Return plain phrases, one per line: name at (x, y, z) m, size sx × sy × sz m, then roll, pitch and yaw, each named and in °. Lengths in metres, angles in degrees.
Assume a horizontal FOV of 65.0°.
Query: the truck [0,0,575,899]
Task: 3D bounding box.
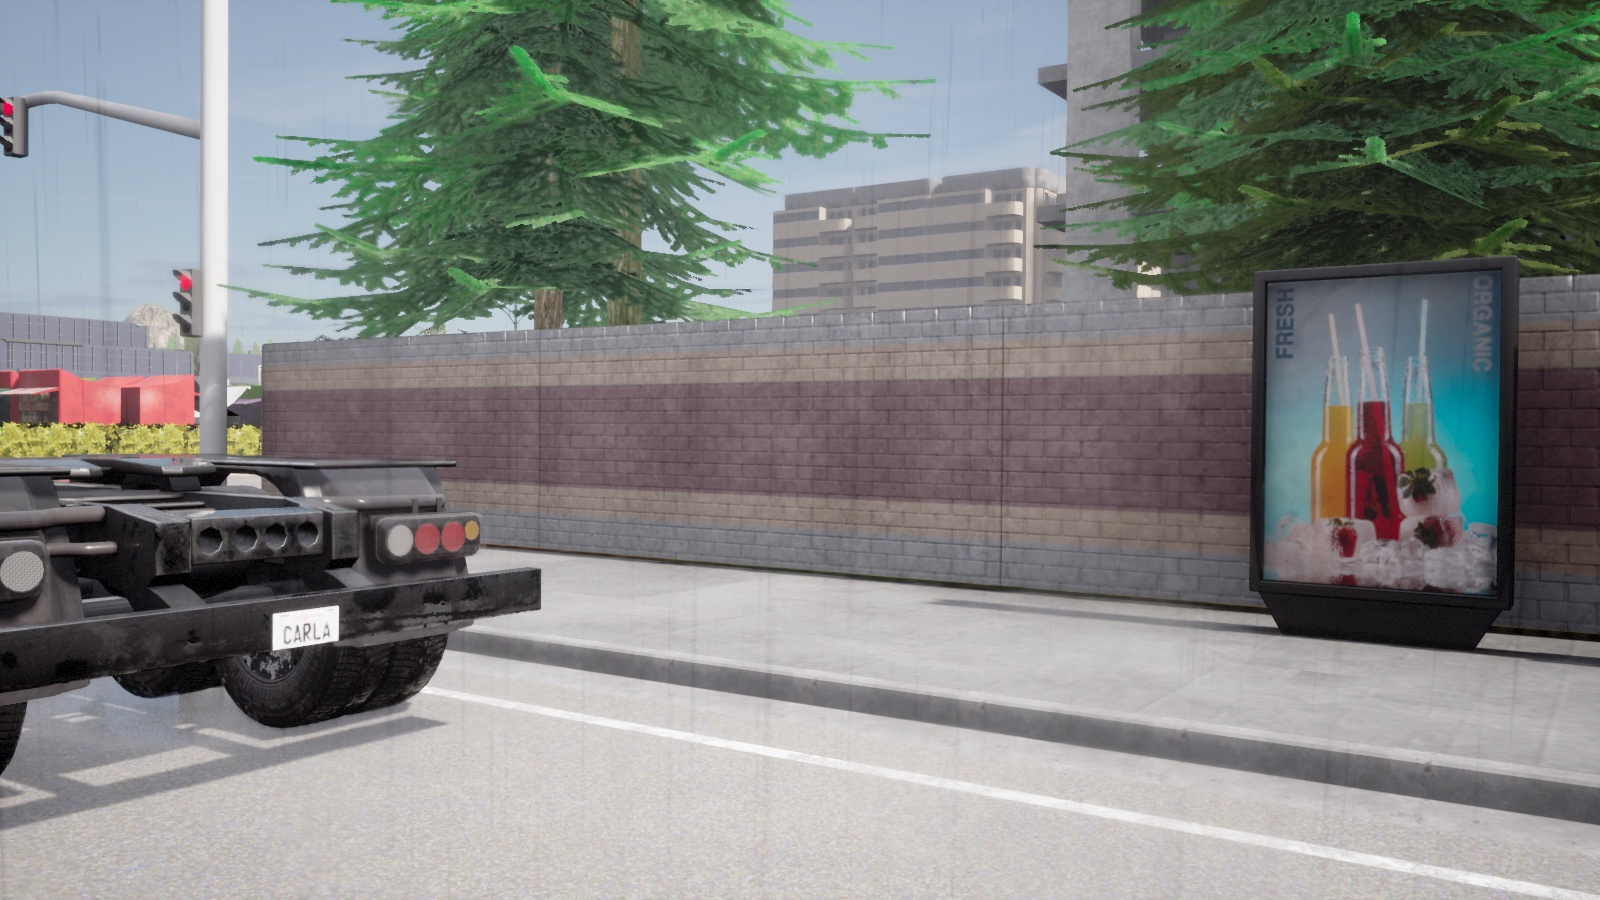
truck at (-5.216, -0.300, 7.067) m, size 7.936 × 3.462 × 2.891 m, roll 0°, pitch 1°, yaw 34°
